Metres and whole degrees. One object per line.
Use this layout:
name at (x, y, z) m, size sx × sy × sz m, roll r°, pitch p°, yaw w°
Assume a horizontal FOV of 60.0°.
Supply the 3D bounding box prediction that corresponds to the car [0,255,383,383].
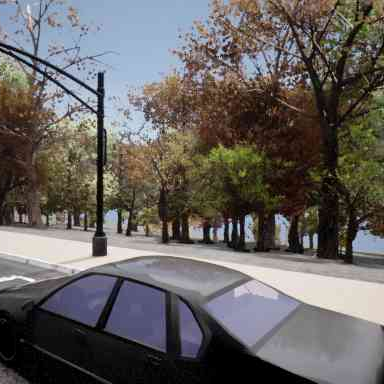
car at (-0.545, 1.547, 4.067) m, size 5.357 × 1.411 × 2.033 m, roll 0°, pitch 0°, yaw 35°
